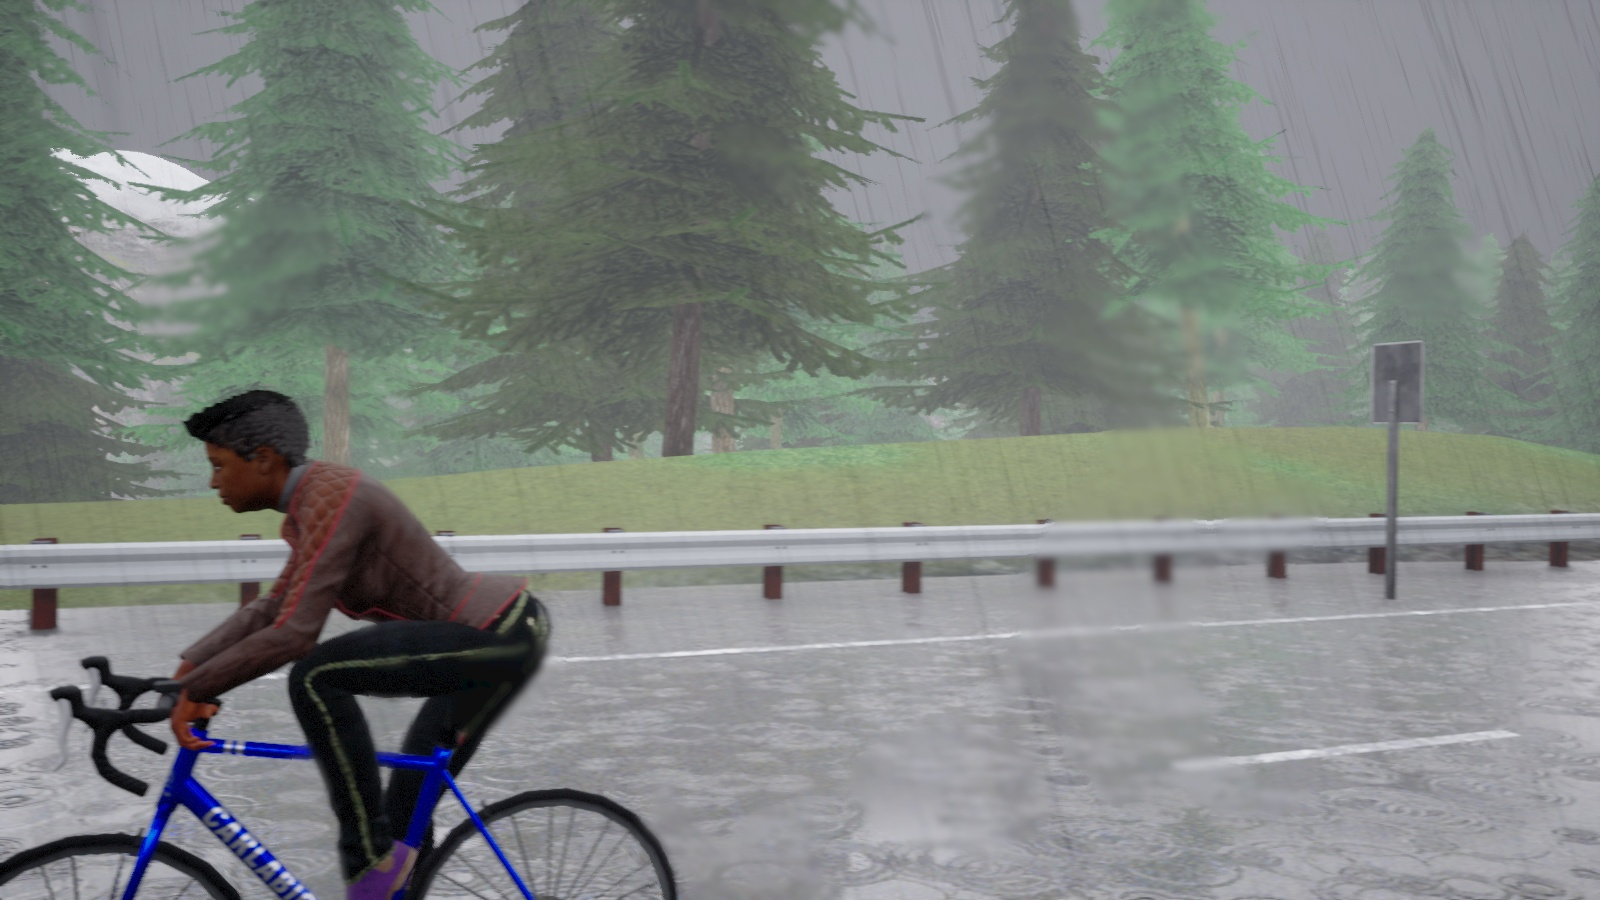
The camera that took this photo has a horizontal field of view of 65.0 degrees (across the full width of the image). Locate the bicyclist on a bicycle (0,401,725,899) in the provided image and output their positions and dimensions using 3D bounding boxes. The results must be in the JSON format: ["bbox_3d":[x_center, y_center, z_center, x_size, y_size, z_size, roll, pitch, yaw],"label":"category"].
[{"bbox_3d":[-1.055,0.715,2.838,1.656,1.620,0.582,-1,1,-21],"label":"bicyclist on a bicycle"}]
